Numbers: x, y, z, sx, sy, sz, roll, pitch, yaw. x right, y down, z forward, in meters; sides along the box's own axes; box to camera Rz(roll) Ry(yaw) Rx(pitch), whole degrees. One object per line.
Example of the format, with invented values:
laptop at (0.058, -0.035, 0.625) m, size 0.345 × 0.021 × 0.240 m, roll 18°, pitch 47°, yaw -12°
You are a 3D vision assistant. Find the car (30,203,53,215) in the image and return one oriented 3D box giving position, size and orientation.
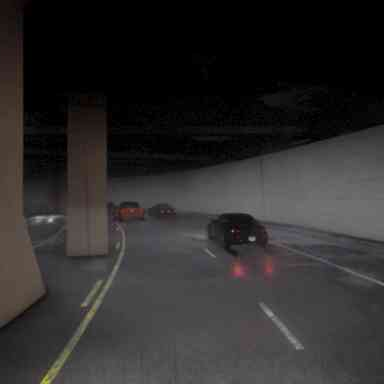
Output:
car at (-18.395, 2.045, 40.514) m, size 1.895 × 1.301 × 4.718 m, roll 0°, pitch -1°, yaw -35°

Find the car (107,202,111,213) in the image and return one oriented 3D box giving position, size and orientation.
car at (-10.561, 1.966, 41.174) m, size 1.812 × 1.442 × 4.674 m, roll 0°, pitch -1°, yaw -29°

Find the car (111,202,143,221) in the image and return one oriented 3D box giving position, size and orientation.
car at (-5.971, 1.682, 31.102) m, size 2.097 × 1.767 × 4.553 m, roll 0°, pitch -1°, yaw -20°

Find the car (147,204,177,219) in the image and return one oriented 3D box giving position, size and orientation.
car at (-3.079, 1.898, 33.512) m, size 2.033 × 1.411 × 5.357 m, roll 0°, pitch -1°, yaw -21°

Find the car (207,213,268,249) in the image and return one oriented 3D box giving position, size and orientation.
car at (1.967, 1.682, 15.329) m, size 1.812 × 1.442 × 4.674 m, roll 0°, pitch 0°, yaw -10°
